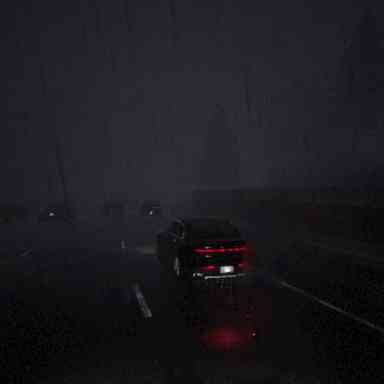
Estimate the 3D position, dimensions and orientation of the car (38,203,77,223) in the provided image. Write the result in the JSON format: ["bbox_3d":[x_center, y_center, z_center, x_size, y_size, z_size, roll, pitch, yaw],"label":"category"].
[{"bbox_3d":[-10.092,1.538,25.158,1.994,1.385,4.181,0,0,-8],"label":"car"}]

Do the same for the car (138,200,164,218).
[{"bbox_3d":[-3.640,1.459,29.837,1.837,1.490,4.892,0,0,-7],"label":"car"}]

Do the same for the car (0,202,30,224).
[{"bbox_3d":[-13.531,1.459,24.406,1.882,1.535,5.008,0,0,-8],"label":"car"}]

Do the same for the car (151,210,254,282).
[{"bbox_3d":[0.145,1.487,9.828,1.837,1.490,4.892,0,0,-15],"label":"car"}]

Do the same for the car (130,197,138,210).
[{"bbox_3d":[-7.877,1.432,42.224,2.128,1.511,4.902,0,0,-1],"label":"car"}]

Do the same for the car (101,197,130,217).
[{"bbox_3d":[-7.301,1.436,31.450,1.882,1.535,5.008,0,0,-6],"label":"car"}]
